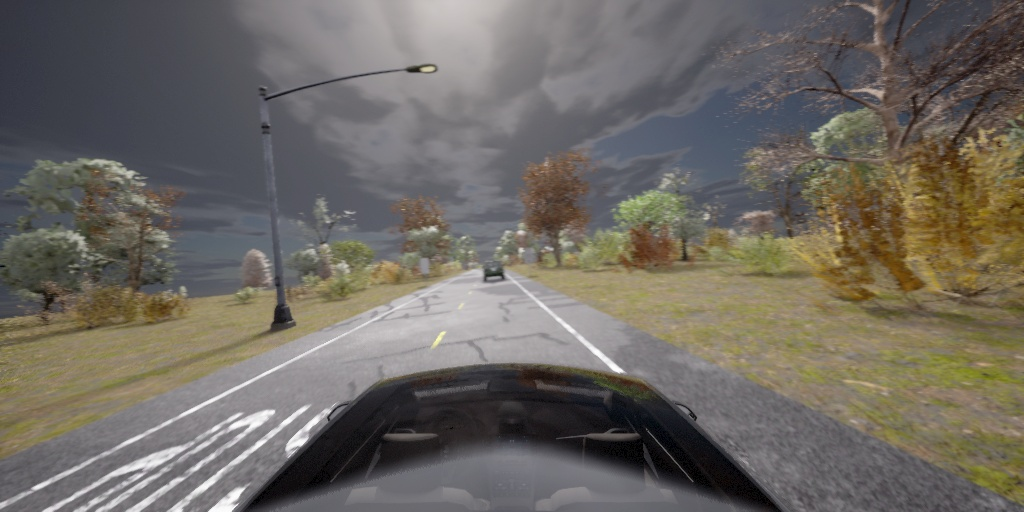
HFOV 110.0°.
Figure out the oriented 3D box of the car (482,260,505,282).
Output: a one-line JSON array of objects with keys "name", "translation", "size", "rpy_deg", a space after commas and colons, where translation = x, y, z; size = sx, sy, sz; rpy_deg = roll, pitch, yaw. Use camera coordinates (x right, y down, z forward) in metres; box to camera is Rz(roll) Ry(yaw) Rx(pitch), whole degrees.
[{"name": "car", "translation": [-1.928, 1.492, 37.693], "size": [2.150, 2.045, 5.566], "rpy_deg": [-5, -1, -3]}]
